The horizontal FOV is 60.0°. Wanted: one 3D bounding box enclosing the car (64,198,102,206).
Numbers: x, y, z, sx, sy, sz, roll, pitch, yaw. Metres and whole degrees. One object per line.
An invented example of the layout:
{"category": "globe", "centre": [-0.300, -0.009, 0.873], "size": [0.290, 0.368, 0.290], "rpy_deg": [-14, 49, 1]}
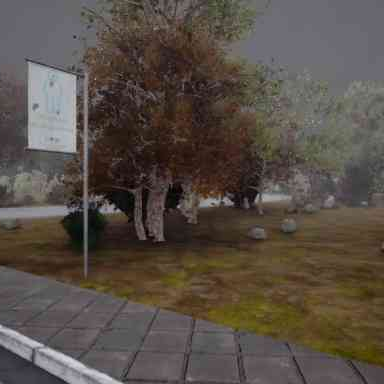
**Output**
{"category": "car", "centre": [-14.218, 1.485, 43.946], "size": [1.837, 1.490, 4.892], "rpy_deg": [0, 0, 38]}

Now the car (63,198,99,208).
{"category": "car", "centre": [-15.800, 1.574, 47.593], "size": [1.895, 1.301, 4.718], "rpy_deg": [0, 0, 38]}

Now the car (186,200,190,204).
{"category": "car", "centre": [-2.155, 1.441, 59.888], "size": [1.994, 1.385, 4.181], "rpy_deg": [0, 0, 35]}
